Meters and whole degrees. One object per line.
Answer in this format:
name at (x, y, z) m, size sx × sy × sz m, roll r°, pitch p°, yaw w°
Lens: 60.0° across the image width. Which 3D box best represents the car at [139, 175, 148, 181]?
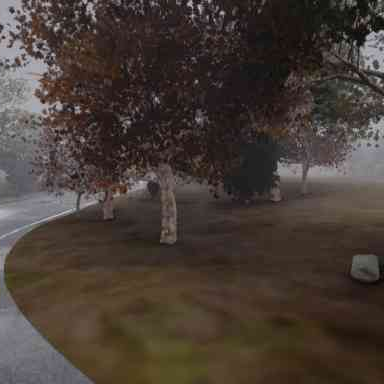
car at (-10.277, -3.323, 72.072) m, size 1.882 × 1.535 × 5.008 m, roll 0°, pitch 5°, yaw 4°
